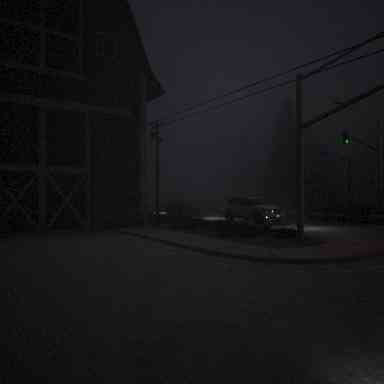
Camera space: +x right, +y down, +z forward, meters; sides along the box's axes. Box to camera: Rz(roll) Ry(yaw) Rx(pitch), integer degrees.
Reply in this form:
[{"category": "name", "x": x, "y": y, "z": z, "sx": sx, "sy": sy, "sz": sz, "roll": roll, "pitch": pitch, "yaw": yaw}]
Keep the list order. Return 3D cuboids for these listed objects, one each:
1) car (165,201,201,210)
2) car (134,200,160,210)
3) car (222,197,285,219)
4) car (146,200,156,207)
[{"category": "car", "x": -0.942, "y": 1.707, "z": 34.710, "sx": 1.882, "sy": 1.535, "sz": 5.008, "roll": 0, "pitch": 0, "yaw": -35}, {"category": "car", "x": -6.759, "y": 1.920, "z": 49.544, "sx": 1.895, "sy": 1.301, "sz": 4.718, "roll": 0, "pitch": 0, "yaw": -34}, {"category": "car", "x": 4.698, "y": 1.399, "z": 26.483, "sx": 2.150, "sy": 2.045, "sz": 5.566, "roll": 0, "pitch": 0, "yaw": -34}, {"category": "car", "x": -6.330, "y": 1.784, "z": 42.571, "sx": 1.837, "sy": 1.490, "sz": 4.892, "roll": 0, "pitch": 0, "yaw": -34}]
